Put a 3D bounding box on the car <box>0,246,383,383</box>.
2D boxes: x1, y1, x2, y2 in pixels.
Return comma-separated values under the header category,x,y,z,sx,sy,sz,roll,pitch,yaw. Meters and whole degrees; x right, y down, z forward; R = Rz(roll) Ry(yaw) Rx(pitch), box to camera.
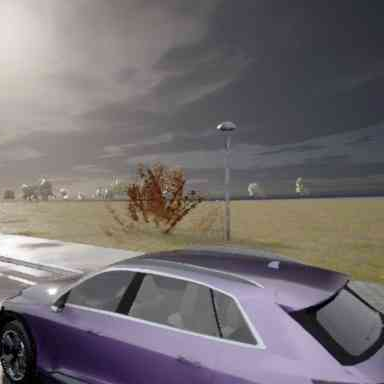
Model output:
category,x,y,z,sx,sy,sz,roll,pitch,yaw
car,-0.328,1.460,3.801,4.856,1.649,2.033,-1,0,36
